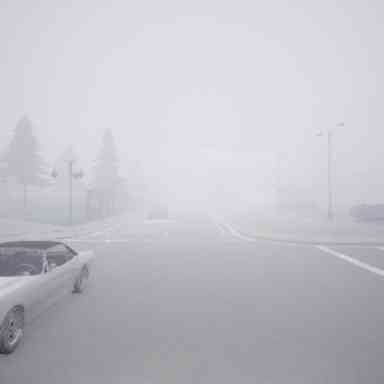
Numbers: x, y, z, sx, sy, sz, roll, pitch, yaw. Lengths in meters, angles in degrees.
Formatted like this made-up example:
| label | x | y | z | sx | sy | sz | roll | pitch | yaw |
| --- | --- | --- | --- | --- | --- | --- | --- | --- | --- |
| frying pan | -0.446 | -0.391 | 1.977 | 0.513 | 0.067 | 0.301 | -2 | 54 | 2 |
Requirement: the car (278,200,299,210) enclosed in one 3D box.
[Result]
| label | x | y | z | sx | sy | sz | roll | pitch | yaw |
| --- | --- | --- | --- | --- | --- | --- | --- | --- | --- |
| car | 14.667 | 1.966 | 51.975 | 2.007 | 1.523 | 4.514 | 0 | -1 | 1 |

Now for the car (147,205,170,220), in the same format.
| label | x | y | z | sx | sy | sz | roll | pitch | yaw |
| --- | --- | --- | --- | --- | --- | --- | --- | --- | --- |
| car | -3.203 | 1.982 | 32.723 | 1.994 | 1.385 | 4.181 | 0 | -1 | 0 |

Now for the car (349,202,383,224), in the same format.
| label | x | y | z | sx | sy | sz | roll | pitch | yaw |
| --- | --- | --- | --- | --- | --- | --- | --- | --- | --- |
| car | 14.196 | 1.676 | 25.946 | 1.845 | 1.501 | 3.633 | 0 | -1 | 1 |

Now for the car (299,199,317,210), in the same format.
| label | x | y | z | sx | sy | sz | roll | pitch | yaw |
| --- | --- | --- | --- | --- | --- | --- | --- | --- | --- |
| car | 17.805 | 1.951 | 51.969 | 2.152 | 1.636 | 5.027 | 0 | -1 | 1 |

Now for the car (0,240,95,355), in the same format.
| label | x | y | z | sx | sy | sz | roll | pitch | yaw |
| --- | --- | --- | --- | --- | --- | --- | --- | --- | --- |
| car | -3.430 | 1.674 | 6.306 | 1.895 | 1.301 | 4.718 | 0 | -1 | 0 |
